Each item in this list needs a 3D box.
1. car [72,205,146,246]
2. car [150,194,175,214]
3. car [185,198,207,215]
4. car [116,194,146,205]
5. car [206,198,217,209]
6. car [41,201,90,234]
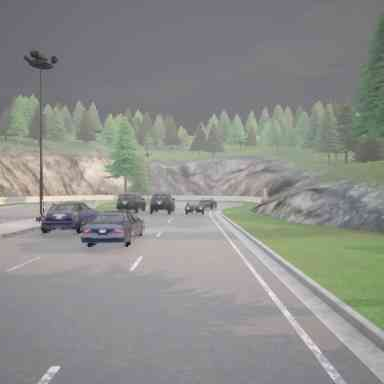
[{"bbox_3d":[-3.400,1.547,15.144,2.033,1.411,5.357,0,0,0],"label":"car"},{"bbox_3d":[-3.085,1.219,35.534,2.150,2.045,5.566,0,0,3],"label":"car"},{"bbox_3d":[0.330,1.601,34.261,1.895,1.301,4.718,0,0,2],"label":"car"},{"bbox_3d":[-6.524,1.221,36.163,2.150,2.045,5.566,0,0,5],"label":"car"},{"bbox_3d":[2.168,1.492,44.372,2.128,1.511,4.902,0,0,14],"label":"car"},{"bbox_3d":[-6.900,1.353,19.408,2.097,1.767,4.553,0,0,0],"label":"car"}]
